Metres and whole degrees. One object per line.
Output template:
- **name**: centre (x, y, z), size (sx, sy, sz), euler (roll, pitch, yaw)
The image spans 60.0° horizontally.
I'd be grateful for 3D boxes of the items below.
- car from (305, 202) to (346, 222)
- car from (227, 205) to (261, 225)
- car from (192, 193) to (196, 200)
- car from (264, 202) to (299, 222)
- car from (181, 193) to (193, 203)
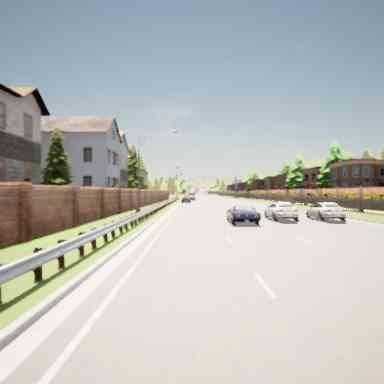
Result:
- **car**: centre (10.587, 1.530, 26.485), size (1.812, 1.442, 4.674), euler (0, 0, 0)
- **car**: centre (3.600, 1.606, 23.969), size (1.895, 1.301, 4.718), euler (0, 0, 0)
- **car**: centre (0.004, 1.452, 84.889), size (1.895, 1.301, 4.718), euler (0, 0, 0)
- **car**: centre (7.087, 1.531, 26.545), size (1.812, 1.442, 4.674), euler (0, 0, 0)
- **car**: centre (-1.223, 1.540, 67.958), size (1.812, 1.442, 4.674), euler (0, 0, 0)
